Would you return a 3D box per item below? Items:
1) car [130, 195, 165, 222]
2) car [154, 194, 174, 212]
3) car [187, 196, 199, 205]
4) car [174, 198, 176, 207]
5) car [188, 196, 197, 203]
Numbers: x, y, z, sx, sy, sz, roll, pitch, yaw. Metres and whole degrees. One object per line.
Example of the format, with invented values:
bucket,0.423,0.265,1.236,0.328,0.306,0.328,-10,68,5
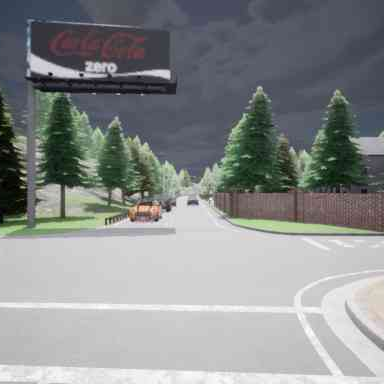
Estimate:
car,-3.580,1.352,26.502,2.097,1.767,4.553,0,0,0
car,-3.567,1.223,38.266,2.150,2.045,5.566,0,0,0
car,0.144,1.600,56.825,1.895,1.301,4.718,0,0,0
car,-3.540,1.352,51.457,2.097,1.767,4.553,0,0,0
car,0.158,1.505,68.774,1.837,1.490,4.892,0,0,0
